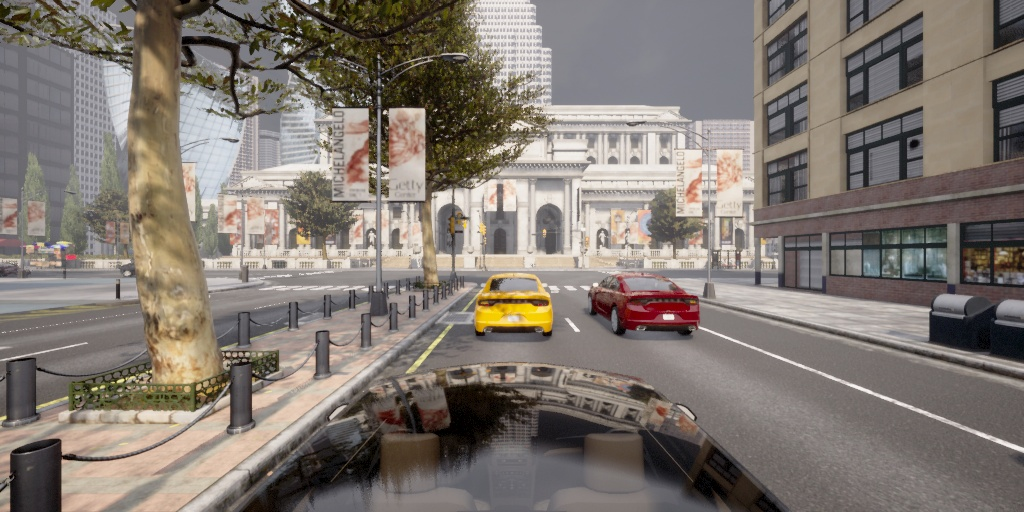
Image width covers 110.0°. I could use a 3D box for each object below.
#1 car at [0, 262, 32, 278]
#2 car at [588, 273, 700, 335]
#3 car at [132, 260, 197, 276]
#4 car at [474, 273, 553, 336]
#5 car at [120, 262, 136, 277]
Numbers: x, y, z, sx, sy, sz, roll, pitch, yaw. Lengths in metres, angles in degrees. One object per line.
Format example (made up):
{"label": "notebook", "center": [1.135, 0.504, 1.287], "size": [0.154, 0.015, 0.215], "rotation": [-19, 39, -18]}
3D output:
{"label": "car", "center": [-48.724, 1.275, 33.908], "size": [4.674, 1.442, 1.812], "rotation": [0, 0, -3]}
{"label": "car", "center": [3.558, 1.228, 10.582], "size": [1.882, 1.535, 5.008], "rotation": [0, 0, 0]}
{"label": "car", "center": [-36.313, 1.227, 37.569], "size": [5.008, 1.535, 1.882], "rotation": [0, 0, 0]}
{"label": "car", "center": [0.056, 1.228, 10.403], "size": [1.882, 1.535, 5.008], "rotation": [0, 0, 1]}
{"label": "car", "center": [-34.170, 1.251, 34.070], "size": [4.892, 1.490, 1.837], "rotation": [1, 0, 0]}
